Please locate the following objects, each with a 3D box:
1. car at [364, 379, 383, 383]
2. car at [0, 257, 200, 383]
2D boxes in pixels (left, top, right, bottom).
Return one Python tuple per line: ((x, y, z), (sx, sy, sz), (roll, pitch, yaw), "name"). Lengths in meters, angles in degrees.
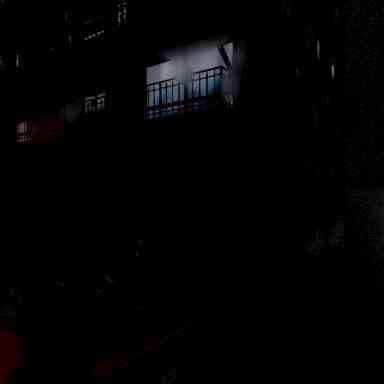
((2.569, 1.566, 1.047), (4.313, 1.339, 1.947), (0, 0, 35), "car")
((-2.023, 1.545, 4.316), (4.507, 1.381, 1.887), (0, 0, 35), "car")
